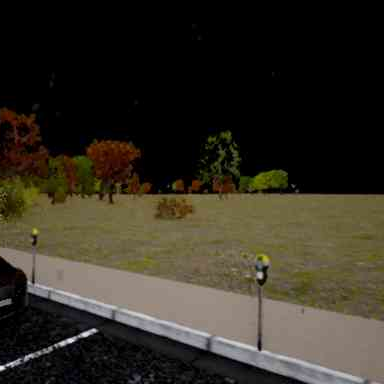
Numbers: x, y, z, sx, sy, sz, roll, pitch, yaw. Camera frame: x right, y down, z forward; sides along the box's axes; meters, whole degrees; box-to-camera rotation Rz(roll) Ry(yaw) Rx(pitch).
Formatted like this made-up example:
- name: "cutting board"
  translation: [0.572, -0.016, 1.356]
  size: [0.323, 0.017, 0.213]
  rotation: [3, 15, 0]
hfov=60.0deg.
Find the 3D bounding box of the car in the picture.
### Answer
- name: "car"
  translation: [-4.698, 1.582, 6.063]
  size: [4.313, 1.339, 1.947]
  rotation: [0, 1, 36]
